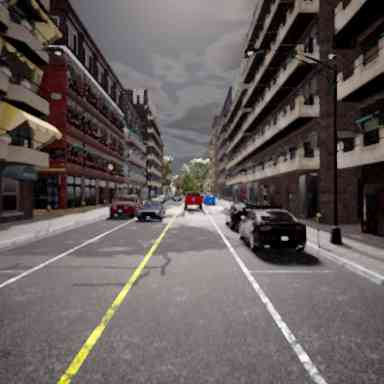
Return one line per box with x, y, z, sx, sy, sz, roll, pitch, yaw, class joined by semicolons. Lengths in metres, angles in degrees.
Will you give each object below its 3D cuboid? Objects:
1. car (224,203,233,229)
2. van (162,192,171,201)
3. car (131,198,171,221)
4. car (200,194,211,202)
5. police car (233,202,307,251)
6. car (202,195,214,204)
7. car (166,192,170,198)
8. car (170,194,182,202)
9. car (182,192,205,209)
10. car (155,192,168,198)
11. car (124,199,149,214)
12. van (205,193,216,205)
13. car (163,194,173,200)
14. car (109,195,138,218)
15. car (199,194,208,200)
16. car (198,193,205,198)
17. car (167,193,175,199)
3.152;1.402;20.733;1.837;1.490;4.892;0;0;0;car
-5.656;0.983;73.314;1.690;1.788;3.998;1;0;0;van
-3.093;1.419;26.166;2.033;1.411;5.357;0;0;0;car
2.699;1.214;67.702;1.887;1.381;4.507;1;0;0;car
3.138;1.357;13.842;1.930;1.638;5.238;0;0;0;police car
2.724;1.248;56.730;1.752;1.417;4.829;1;0;0;car
-5.662;1.262;62.173;1.947;1.339;4.313;1;0;0;car
-2.984;1.161;67.098;1.812;1.442;4.674;0;0;0;car
0.107;1.015;40.748;2.150;2.045;5.566;0;-1;-2;car
-5.663;1.249;56.431;1.752;1.417;4.829;1;0;0;car
-5.670;1.413;34.318;1.802;1.307;4.206;1;0;0;car
2.721;1.092;50.987;1.690;1.788;3.998;1;0;0;van
-5.657;1.166;78.885;2.008;1.369;4.403;1;0;0;car
-5.667;1.174;28.745;2.192;1.841;5.009;1;0;0;car
2.690;1.181;78.844;1.947;1.339;4.313;1;0;0;car
2.695;1.086;95.557;2.008;1.369;4.403;1;0;0;car
-5.654;1.112;90.028;2.008;1.369;4.403;1;0;0;car
